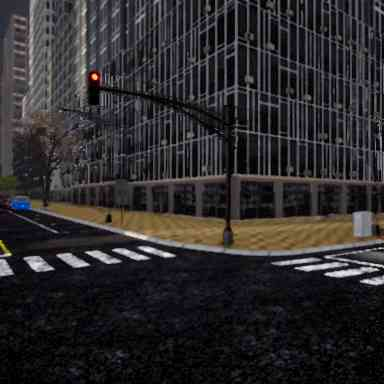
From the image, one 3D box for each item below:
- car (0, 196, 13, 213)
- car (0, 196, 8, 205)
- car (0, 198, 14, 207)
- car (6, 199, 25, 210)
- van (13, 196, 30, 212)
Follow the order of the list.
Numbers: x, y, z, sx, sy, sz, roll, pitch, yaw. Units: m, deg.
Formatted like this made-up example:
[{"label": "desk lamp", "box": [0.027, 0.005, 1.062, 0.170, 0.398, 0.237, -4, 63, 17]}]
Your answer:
[{"label": "car", "box": [-22.041, 1.553, 37.586, 2.128, 1.511, 4.902, 1, 0, -34]}, {"label": "car", "box": [-36.770, 1.542, 63.860, 1.967, 1.590, 4.097, 1, -1, -34]}, {"label": "car", "box": [-30.378, 1.679, 54.460, 1.802, 1.307, 4.206, 1, -1, -34]}, {"label": "car", "box": [-23.984, 1.674, 45.060, 1.802, 1.307, 4.206, 1, -1, -34]}, {"label": "van", "box": [-20.784, 1.430, 40.363, 1.690, 1.788, 3.998, 1, -1, -34]}]
